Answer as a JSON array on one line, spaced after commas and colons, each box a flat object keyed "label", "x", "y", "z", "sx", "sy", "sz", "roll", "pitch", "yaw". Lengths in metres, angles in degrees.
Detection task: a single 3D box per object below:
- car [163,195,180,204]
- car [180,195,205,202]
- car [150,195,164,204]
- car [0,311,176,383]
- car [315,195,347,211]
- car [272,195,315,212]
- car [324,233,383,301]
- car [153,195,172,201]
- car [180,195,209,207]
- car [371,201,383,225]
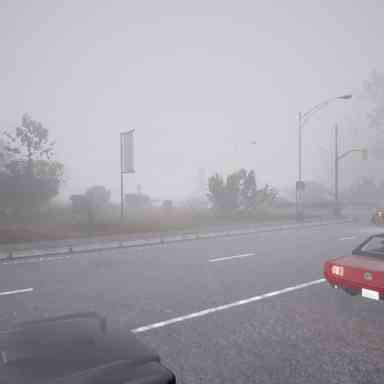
[{"label": "car", "x": -2.415, "y": 1.385, "z": 57.350, "sx": 1.895, "sy": 1.301, "sz": 4.718, "roll": -1, "pitch": 0, "yaw": -38}, {"label": "car", "x": 0.046, "y": 1.275, "z": 65.737, "sx": 2.033, "sy": 1.411, "sz": 5.357, "roll": -1, "pitch": 0, "yaw": -38}, {"label": "car", "x": -7.353, "y": 1.292, "z": 57.935, "sx": 1.882, "sy": 1.535, "sz": 5.008, "roll": -1, "pitch": 0, "yaw": -38}, {"label": "car", "x": -2.376, "y": 1.601, "z": 2.041, "sx": 4.718, "sy": 1.301, "sz": 1.895, "roll": 0, "pitch": 0, "yaw": -36}, {"label": "car", "x": 14.476, "y": 1.123, "z": 36.422, "sx": 2.097, "sy": 1.767, "sz": 4.553, "roll": -1, "pitch": 0, "yaw": -40}, {"label": "car", "x": 10.234, "y": 1.279, "z": 36.013, "sx": 1.882, "sy": 1.535, "sz": 5.008, "roll": -1, "pitch": 0, "yaw": -39}, {"label": "car", "x": 5.072, "y": 1.570, "z": 7.378, "sx": 4.718, "sy": 1.301, "sz": 1.895, "roll": 0, "pitch": 0, "yaw": -36}, {"label": "car", "x": -6.684, "y": 1.328, "z": 74.005, "sx": 1.895, "sy": 1.301, "sz": 4.718, "roll": -1, "pitch": 0, "yaw": -38}, {"label": "car", "x": 0.629, "y": 1.373, "z": 47.954, "sx": 1.994, "sy": 1.385, "sz": 4.181, "roll": -1, "pitch": 0, "yaw": -39}, {"label": "car", "x": 13.427, "y": 1.323, "z": 22.489, "sx": 1.882, "sy": 1.535, "sz": 5.008, "roll": 2, "pitch": 1, "yaw": 30}]
